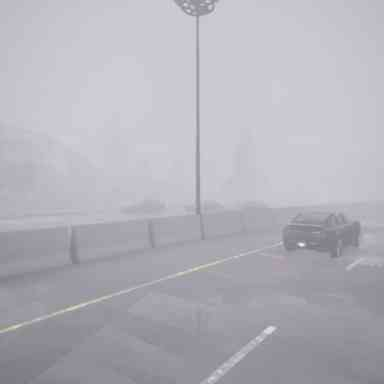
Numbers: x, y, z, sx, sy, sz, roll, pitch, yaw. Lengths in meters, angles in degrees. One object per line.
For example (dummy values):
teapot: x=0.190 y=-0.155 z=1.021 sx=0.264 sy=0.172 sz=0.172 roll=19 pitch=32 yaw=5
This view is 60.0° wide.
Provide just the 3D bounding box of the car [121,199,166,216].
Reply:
car: x=-4.862 y=1.485 z=33.580 sx=1.882 sy=1.535 sz=5.008 roll=0 pitch=0 yaw=43

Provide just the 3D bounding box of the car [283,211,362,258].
car: x=5.188 y=1.491 z=12.950 sx=1.837 sy=1.490 sz=4.892 roll=0 pitch=0 yaw=39

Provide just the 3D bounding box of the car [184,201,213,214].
car: x=1.411 y=1.593 z=35.077 sx=4.718 sy=1.301 sz=1.895 roll=0 pitch=0 yaw=-45

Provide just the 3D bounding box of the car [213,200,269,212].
car: x=4.173 y=1.513 z=27.872 sx=1.812 sy=1.442 sz=4.674 roll=0 pitch=0 yaw=44
